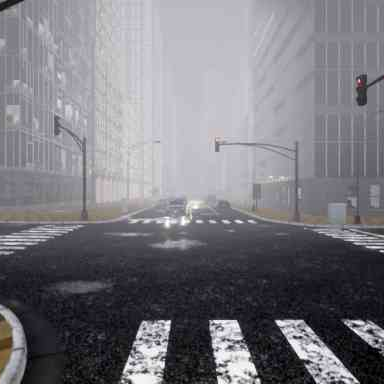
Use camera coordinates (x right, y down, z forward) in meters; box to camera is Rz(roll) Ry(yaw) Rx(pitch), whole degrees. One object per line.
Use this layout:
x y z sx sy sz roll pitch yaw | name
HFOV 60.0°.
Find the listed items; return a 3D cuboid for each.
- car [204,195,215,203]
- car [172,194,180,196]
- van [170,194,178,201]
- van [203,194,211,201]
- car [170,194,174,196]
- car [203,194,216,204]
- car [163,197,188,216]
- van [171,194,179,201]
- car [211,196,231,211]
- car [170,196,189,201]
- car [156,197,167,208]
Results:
3.603 1.432 69.470 1.967 1.590 4.097 0 0 0 | car
-1.690 1.499 52.142 2.128 1.511 4.902 0 0 0 | car
-4.349 1.321 80.474 1.690 1.788 3.998 0 0 0 | van
3.531 1.321 80.525 1.690 1.788 3.998 0 0 0 | van
-4.241 1.564 63.891 1.947 1.339 4.313 0 0 0 | car
3.639 1.313 63.942 2.192 1.841 5.009 0 0 0 | car
-1.571 1.543 33.059 1.812 1.442 4.674 0 0 0 | car
-4.385 1.315 86.001 1.690 1.788 3.998 0 0 0 | van
3.832 1.579 41.834 1.947 1.339 4.313 0 0 0 | car
-1.630 1.539 42.176 1.812 1.442 4.674 0 0 0 | car
-4.133 1.593 47.309 1.802 1.307 4.206 0 0 0 | car
